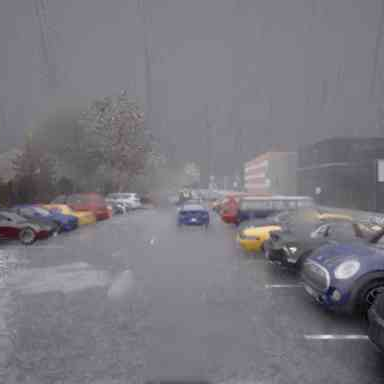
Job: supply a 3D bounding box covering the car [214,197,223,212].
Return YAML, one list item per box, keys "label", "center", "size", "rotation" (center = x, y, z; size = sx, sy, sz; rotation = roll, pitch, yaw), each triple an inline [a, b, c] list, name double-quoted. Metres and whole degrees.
- label: "car"
  center: [4.565, 1.464, 28.852]
  size: [4.792, 1.488, 2.163]
  rotation: [0, 0, 0]

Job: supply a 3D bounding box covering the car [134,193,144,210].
- label: "car"
  center: [-8.573, 1.167, 37.202]
  size: [5.566, 2.045, 2.435]
  rotation: [0, 0, 0]

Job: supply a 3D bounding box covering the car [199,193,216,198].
- label: "car"
  center: [4.423, 1.024, 94.282]
  size: [4.674, 1.452, 2.002]
  rotation: [0, 1, 0]

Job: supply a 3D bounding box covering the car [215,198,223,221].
- label: "car"
  center: [4.543, 1.441, 26.068]
  size: [4.892, 1.521, 2.231]
  rotation: [0, 0, 0]

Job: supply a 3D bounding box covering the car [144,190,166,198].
- label: "car"
  center: [-8.192, 1.027, 68.825]
  size: [4.553, 1.767, 2.185]
  rotation: [0, 0, 0]

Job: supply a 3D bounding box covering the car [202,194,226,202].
- label: "car"
  center: [4.346, 1.204, 66.004]
  size: [4.674, 1.452, 2.002]
  rotation: [0, 0, 0]

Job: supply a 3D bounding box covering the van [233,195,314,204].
- label: "van"
  center: [4.654, 1.230, 17.719]
  size: [4.442, 1.987, 1.878]
  rotation: [0, 0, 0]

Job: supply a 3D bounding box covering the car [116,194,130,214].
- label: "car"
  center: [-8.575, 1.304, 31.507]
  size: [4.553, 1.767, 2.185]
  rotation: [0, 0, 0]

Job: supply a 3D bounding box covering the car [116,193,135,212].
- label: "car"
  center: [-8.576, 1.299, 34.292]
  size: [4.553, 1.767, 2.185]
  rotation: [0, 0, 0]

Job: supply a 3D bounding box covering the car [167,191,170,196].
- label: "car"
  center: [-8.207, 1.122, 77.297]
  size: [4.892, 1.521, 2.231]
  rotation: [0, 0, 0]

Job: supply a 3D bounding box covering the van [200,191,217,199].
- label: "van"
  center: [4.289, 0.849, 88.488]
  size: [4.442, 1.987, 1.878]
  rotation: [0, 0, 0]

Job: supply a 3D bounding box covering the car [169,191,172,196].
- label: "car"
  center: [-8.156, 1.129, 82.820]
  size: [4.792, 1.488, 2.163]
  rotation: [0, 0, 0]

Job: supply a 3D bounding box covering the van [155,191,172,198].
- label: "van"
  center: [-8.033, 0.758, 94.253]
  size: [4.442, 1.987, 1.878]
  rotation: [0, 1, 0]

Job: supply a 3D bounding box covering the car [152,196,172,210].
- label: "car"
  center: [-3.505, 1.533, 40.762]
  size: [1.895, 1.301, 4.718]
  rotation: [0, 0, 1]

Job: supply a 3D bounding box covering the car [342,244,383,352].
- label: "car"
  center: [4.537, 1.516, 3.802]
  size: [4.674, 1.452, 2.002]
  rotation: [0, 0, 0]

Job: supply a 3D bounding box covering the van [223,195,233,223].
- label: "van"
  center: [4.653, 1.220, 23.161]
  size: [4.442, 1.987, 1.878]
  rotation: [0, 0, 0]

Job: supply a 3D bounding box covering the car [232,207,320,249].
- label: "car"
  center: [4.353, 1.462, 12.152]
  size: [5.366, 1.575, 1.946]
  rotation: [0, 0, 0]

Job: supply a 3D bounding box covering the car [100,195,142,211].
- label: "car"
  center: [-8.514, 1.288, 39.988]
  size: [4.553, 1.767, 2.185]
  rotation: [0, 0, 0]

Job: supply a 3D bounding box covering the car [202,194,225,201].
- label: "car"
  center: [4.353, 1.193, 68.829]
  size: [4.674, 1.452, 2.002]
  rotation: [0, 0, 0]

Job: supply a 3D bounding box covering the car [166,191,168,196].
- label: "car"
  center: [-8.211, 1.142, 71.525]
  size: [5.008, 1.535, 2.097]
  rotation: [0, 0, 0]

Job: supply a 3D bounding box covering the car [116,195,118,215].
- label: "car"
  center: [-8.512, 1.314, 26.062]
  size: [4.553, 1.767, 2.185]
  rotation: [0, 0, 0]

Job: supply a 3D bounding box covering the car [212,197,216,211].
- label: "car"
  center: [4.533, 1.469, 31.635]
  size: [4.674, 1.452, 2.002]
  rotation: [0, 0, 0]

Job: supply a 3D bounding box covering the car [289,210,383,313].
- label: "car"
  center: [4.570, 1.348, 6.584]
  size: [4.553, 1.767, 2.185]
  rotation: [0, 0, 0]

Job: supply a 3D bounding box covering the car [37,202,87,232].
- label: "car"
  center: [-8.548, 1.455, 17.709]
  size: [5.008, 1.535, 2.097]
  rotation: [0, 0, 0]

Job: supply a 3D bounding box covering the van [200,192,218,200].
- label: "van"
  center: [4.275, 0.874, 82.957]
  size: [4.442, 1.987, 1.878]
  rotation: [0, 0, 0]

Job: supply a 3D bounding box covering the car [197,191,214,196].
- label: "car"
  center: [4.178, 1.139, 71.655]
  size: [5.366, 1.575, 1.946]
  rotation: [0, 0, 0]

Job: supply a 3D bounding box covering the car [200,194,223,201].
- label: "car"
  center: [4.375, 1.132, 74.481]
  size: [5.008, 1.535, 2.097]
  rotation: [0, 0, 0]

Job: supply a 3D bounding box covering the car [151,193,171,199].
- label: "car"
  center: [-8.164, 1.075, 88.478]
  size: [5.008, 1.535, 2.097]
  rotation: [0, 0, 0]

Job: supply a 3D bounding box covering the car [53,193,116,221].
- label: "car"
  center: [-8.571, 1.194, 23.153]
  size: [5.566, 2.045, 2.435]
  rotation: [0, 0, 0]

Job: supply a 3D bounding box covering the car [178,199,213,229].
- label: "car"
  center: [0.098, 1.446, 21.578]
  size: [1.882, 1.535, 5.008]
  rotation: [0, 0, 0]

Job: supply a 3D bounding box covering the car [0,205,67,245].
- label: "car"
  center: [-8.512, 1.490, 14.922]
  size: [4.792, 1.488, 2.163]
  rotation: [0, 0, 0]

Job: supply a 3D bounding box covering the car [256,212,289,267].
- label: "car"
  center: [4.532, 1.470, 9.369]
  size: [4.892, 1.521, 2.231]
  rotation: [0, 0, 0]

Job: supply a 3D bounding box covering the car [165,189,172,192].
- label: "car"
  center: [-8.149, 0.838, 85.642]
  size: [5.566, 2.045, 2.435]
  rotation: [0, 0, 0]

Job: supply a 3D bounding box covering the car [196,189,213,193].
- label: "car"
  center: [4.413, 0.859, 80.131]
  size: [5.566, 2.045, 2.435]
  rotation: [0, 0, 0]

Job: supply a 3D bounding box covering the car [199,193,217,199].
- label: "car"
  center: [4.411, 1.079, 91.448]
  size: [4.674, 1.452, 2.002]
  rotation: [0, 1, 0]

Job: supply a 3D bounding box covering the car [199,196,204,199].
- label: "car"
  center: [0.132, 1.481, 39.866]
  size: [2.033, 1.411, 5.357]
  rotation: [0, 0, 1]

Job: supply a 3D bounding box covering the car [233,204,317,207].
- label: "car"
  center: [4.544, 1.461, 14.935]
  size: [4.892, 1.521, 2.231]
  rotation: [0, 0, 0]

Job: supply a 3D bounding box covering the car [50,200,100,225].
- label: "car"
  center: [-8.728, 1.447, 20.368]
  size: [5.366, 1.575, 1.946]
  rotation: [0, 0, 0]

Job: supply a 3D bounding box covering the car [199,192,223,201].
- label: "car"
  center: [4.312, 1.204, 63.177]
  size: [4.792, 1.488, 2.163]
  rotation: [0, 0, 0]
